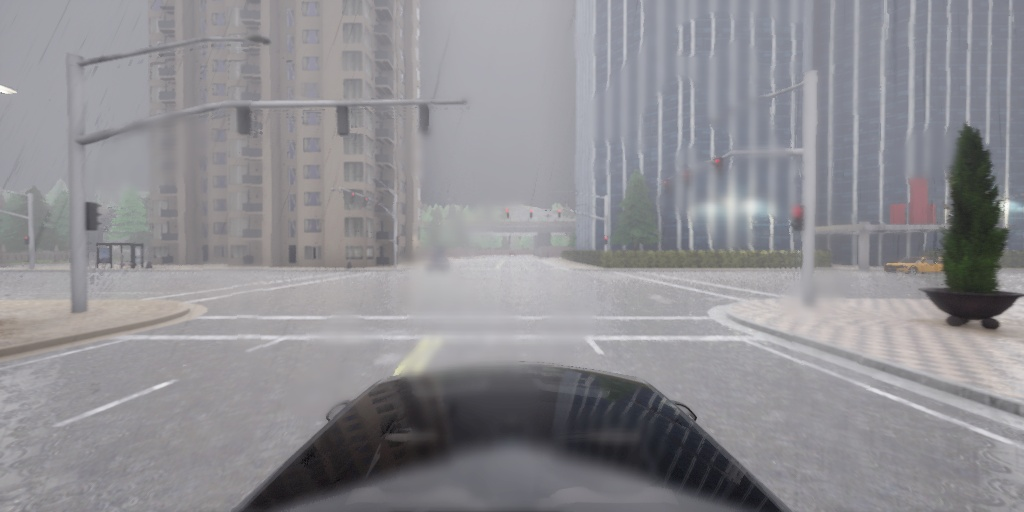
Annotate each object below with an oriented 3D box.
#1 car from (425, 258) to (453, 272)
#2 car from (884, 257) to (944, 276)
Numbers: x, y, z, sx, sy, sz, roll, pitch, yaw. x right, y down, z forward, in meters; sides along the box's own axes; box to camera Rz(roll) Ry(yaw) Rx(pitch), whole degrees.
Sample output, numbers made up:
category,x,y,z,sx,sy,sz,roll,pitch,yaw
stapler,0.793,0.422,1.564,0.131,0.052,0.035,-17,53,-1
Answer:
category,x,y,z,sx,sy,sz,roll,pitch,yaw
car,-6.994,0.875,34.674,1.895,1.301,4.718,0,1,0
car,34.161,0.805,29.987,5.008,1.535,1.882,0,1,0
